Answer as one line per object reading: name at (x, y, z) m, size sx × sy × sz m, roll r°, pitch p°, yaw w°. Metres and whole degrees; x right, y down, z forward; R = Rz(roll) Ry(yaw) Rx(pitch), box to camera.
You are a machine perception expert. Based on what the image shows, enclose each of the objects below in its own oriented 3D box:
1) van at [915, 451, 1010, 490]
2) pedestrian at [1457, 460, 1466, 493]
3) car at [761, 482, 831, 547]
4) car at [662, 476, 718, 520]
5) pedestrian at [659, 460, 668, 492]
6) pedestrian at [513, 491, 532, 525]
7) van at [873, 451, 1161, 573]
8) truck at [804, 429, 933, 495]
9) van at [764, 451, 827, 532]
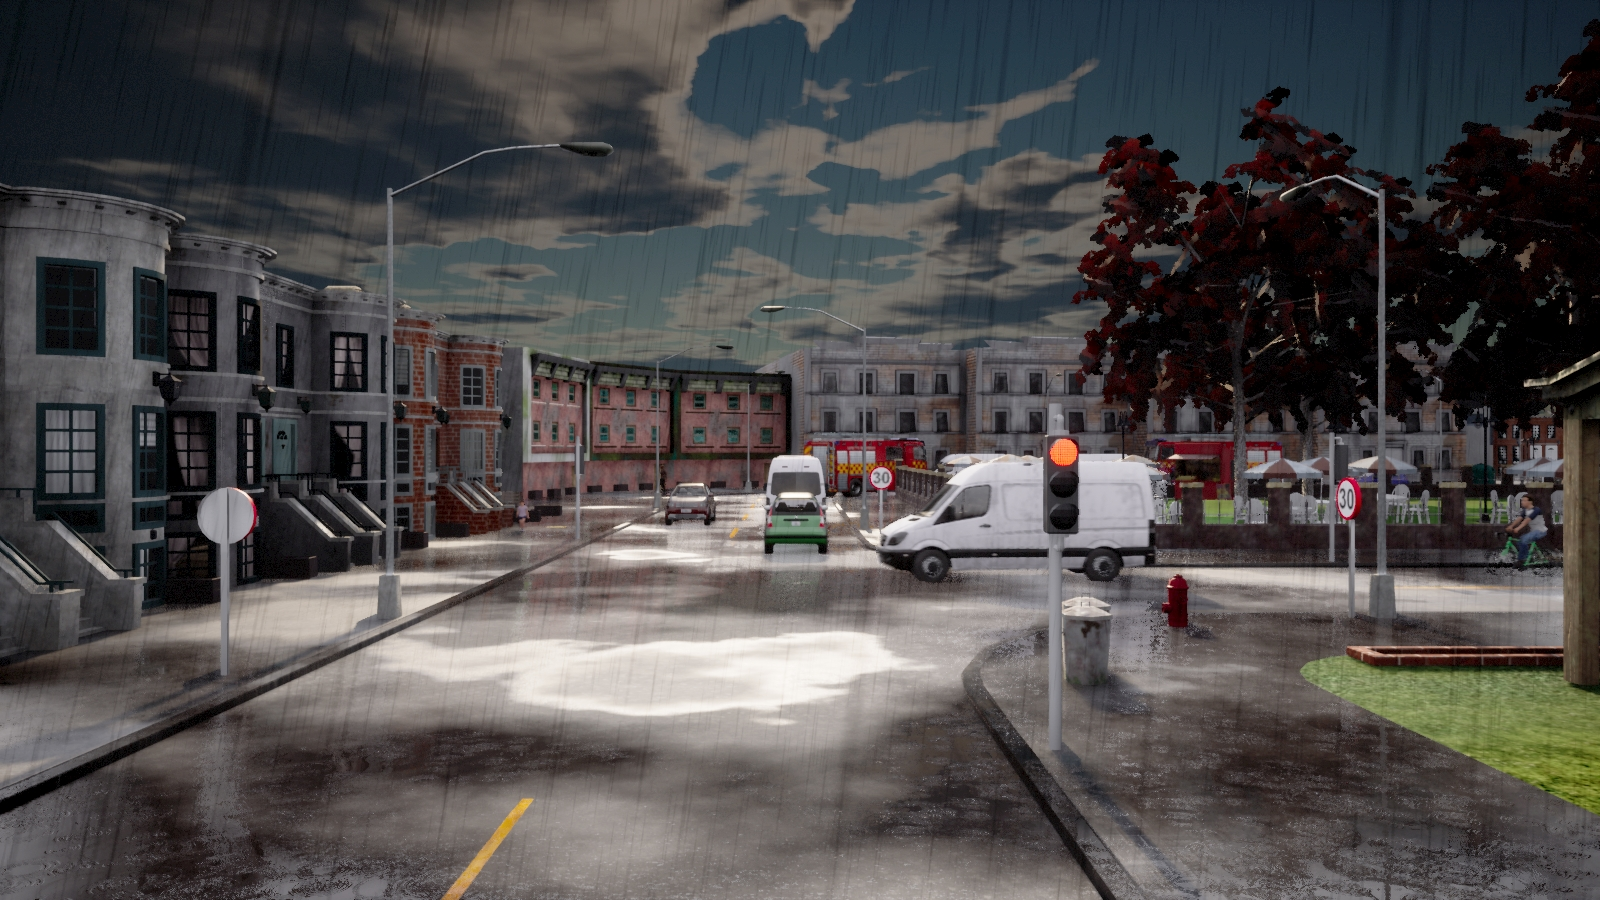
van at (10.550, 1.314, 74.428) m, size 5.915 × 2.561 × 1.988 m, roll 0°, pitch 0°, yaw 0°
pedestrian at (38.179, 1.524, 65.954) m, size 0.375 × 1.860 × 0.375 m, roll 0°, pitch 0°, yaw 13°
car at (-0.119, 1.779, 32.373) m, size 1.851 × 1.617 × 3.988 m, roll 0°, pitch 0°, yaw 0°
car at (-4.154, 1.806, 43.645) m, size 1.789 × 1.549 × 3.705 m, roll 0°, pitch 0°, yaw 0°
pedestrian at (-8.042, 1.525, 67.499) m, size 0.375 × 1.860 × 0.375 m, roll 0°, pitch 0°, yaw 26°
pedestrian at (-9.100, 1.904, 37.465) m, size 0.500 × 1.100 × 0.500 m, roll 0°, pitch 0°, yaw 2°
van at (4.662, 1.314, 25.090) m, size 5.915 × 2.561 × 1.988 m, roll 0°, pitch 0°, yaw -2°
truck at (4.295, 0.672, 70.228) m, size 8.468 × 3.827 × 2.891 m, roll 0°, pitch 0°, yaw -43°
van at (-0.147, 1.315, 39.074) m, size 1.988 × 2.561 × 5.915 m, roll 0°, pitch 0°, yaw 0°
